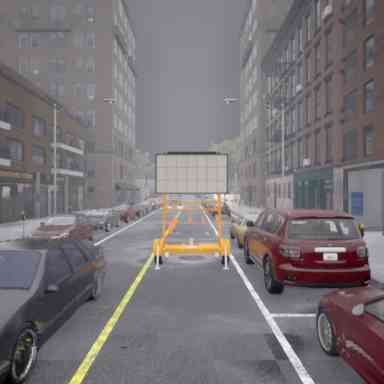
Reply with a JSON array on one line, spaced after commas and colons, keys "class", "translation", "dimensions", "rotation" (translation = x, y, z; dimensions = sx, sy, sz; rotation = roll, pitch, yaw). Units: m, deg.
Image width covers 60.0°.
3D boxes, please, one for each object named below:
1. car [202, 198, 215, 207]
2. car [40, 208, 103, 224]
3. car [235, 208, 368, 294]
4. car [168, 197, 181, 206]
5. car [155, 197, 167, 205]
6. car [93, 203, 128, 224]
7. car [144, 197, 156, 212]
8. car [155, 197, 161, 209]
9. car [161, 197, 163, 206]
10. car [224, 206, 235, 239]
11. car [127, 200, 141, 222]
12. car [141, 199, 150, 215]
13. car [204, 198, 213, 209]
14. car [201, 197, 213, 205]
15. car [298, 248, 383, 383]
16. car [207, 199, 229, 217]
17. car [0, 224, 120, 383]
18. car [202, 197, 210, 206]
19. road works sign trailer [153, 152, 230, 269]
[{"class": "car", "translation": [2.603, 1.609, 52.859], "dimensions": [1.802, 1.307, 4.206], "rotation": [0, 0, 0]}, {"class": "car", "translation": [-5.396, 1.585, 14.221], "dimensions": [1.802, 1.307, 4.206], "rotation": [0, 0, 0]}, {"class": "car", "translation": [2.633, 1.317, 8.714], "dimensions": [2.192, 1.841, 5.009], "rotation": [0, 0, 0]}, {"class": "car", "translation": [-2.850, 1.507, 55.439], "dimensions": [1.882, 1.535, 5.008], "rotation": [0, 0, 0]}, {"class": "car", "translation": [-5.426, 1.615, 58.371], "dimensions": [1.802, 1.307, 4.206], "rotation": [0, 0, 0]}, {"class": "car", "translation": [-5.400, 1.556, 19.740], "dimensions": [2.008, 1.369, 4.403], "rotation": [0, 0, 0]}, {"class": "car", "translation": [-5.411, 1.562, 36.296], "dimensions": [2.008, 1.369, 4.403], "rotation": [0, 0, 0]}, {"class": "car", "translation": [-5.415, 1.456, 41.815], "dimensions": [1.967, 1.590, 4.097], "rotation": [0, 0, 0]}, {"class": "car", "translation": [-5.419, 1.546, 47.163], "dimensions": [1.752, 1.417, 4.829], "rotation": [0, 0, 0]}, {"class": "car", "translation": [2.624, 1.529, 14.400], "dimensions": [1.752, 1.417, 4.829], "rotation": [0, 0, 0]}, {"class": "car", "translation": [-5.403, 1.551, 25.259], "dimensions": [1.887, 1.381, 4.507], "rotation": [0, 0, 0]}, {"class": "car", "translation": [-5.407, 1.574, 30.777], "dimensions": [1.947, 1.339, 4.313], "rotation": [0, 0, 0]}, {"class": "car", "translation": [2.614, 1.593, 36.305], "dimensions": [1.802, 1.307, 4.206], "rotation": [0, 0, 0]}, {"class": "car", "translation": [2.599, 1.599, 58.378], "dimensions": [1.947, 1.339, 4.313], "rotation": [0, 0, 0]}, {"class": "car", "translation": [2.636, 1.583, 3.195], "dimensions": [1.802, 1.307, 4.206], "rotation": [0, 0, 0]}, {"class": "car", "translation": [2.618, 1.590, 30.787], "dimensions": [1.802, 1.307, 4.206], "rotation": [0, 0, 0]}, {"class": "car", "translation": [-2.850, 1.549, 5.563], "dimensions": [2.033, 1.411, 5.357], "rotation": [0, 0, 0]}, {"class": "car", "translation": [2.610, 1.542, 41.993], "dimensions": [1.752, 1.417, 4.829], "rotation": [0, 0, 0]}, {"class": "road works sign trailer", "translation": [-0.007, 0.467, 11.080], "dimensions": [2.380, 3.560, 2.880], "rotation": [0, 0, 0]}]
